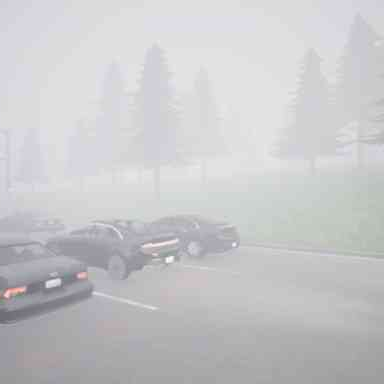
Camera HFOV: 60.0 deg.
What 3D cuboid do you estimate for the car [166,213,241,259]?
[{"bbox_3d":[-0.508,1.590,12.945,4.892,1.490,1.837,0,0,35],"label":"car"}]

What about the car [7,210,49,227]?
[{"bbox_3d":[-9.649,1.753,19.449,5.357,1.411,2.033,-1,0,36],"label":"car"}]

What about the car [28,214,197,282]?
[{"bbox_3d":[-2.557,1.576,10.104,4.902,1.511,2.128,-1,0,35],"label":"car"}]

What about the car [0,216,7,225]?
[{"bbox_3d":[-11.800,1.754,16.676,5.357,1.411,2.033,-1,0,35],"label":"car"}]

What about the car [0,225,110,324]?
[{"bbox_3d":[-4.412,1.630,7.131,5.357,1.411,2.033,-1,0,35],"label":"car"}]
